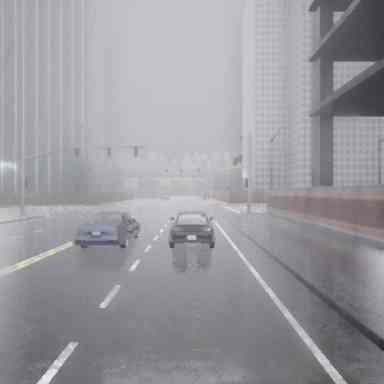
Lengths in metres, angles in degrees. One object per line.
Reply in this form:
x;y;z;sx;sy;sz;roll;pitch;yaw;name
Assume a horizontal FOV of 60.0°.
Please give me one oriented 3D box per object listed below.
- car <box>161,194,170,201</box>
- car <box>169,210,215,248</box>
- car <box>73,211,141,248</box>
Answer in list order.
-7.000;1.348;87.775;2.097;1.767;4.553;0;0;0;car
0.000;1.532;14.650;1.812;1.442;4.674;0;0;0;car
-3.500;1.562;14.650;2.033;1.411;5.357;0;0;0;car
